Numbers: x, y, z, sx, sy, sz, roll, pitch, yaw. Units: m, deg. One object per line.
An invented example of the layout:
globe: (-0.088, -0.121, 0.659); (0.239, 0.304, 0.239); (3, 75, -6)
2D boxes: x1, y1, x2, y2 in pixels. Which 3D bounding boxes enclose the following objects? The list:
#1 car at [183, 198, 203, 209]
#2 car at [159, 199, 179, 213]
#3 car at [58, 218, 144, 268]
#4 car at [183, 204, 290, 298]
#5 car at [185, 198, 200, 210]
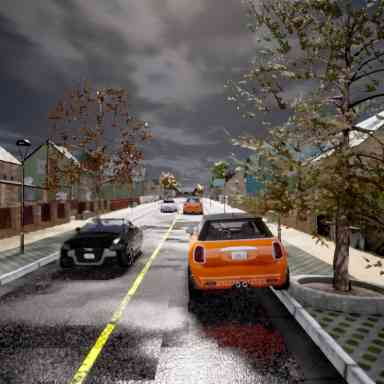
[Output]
car: (0.131, 1.415, 36.159); (2.097, 1.767, 4.553); (0, 0, 0)
car: (-2.688, 1.595, 38.888); (1.812, 1.442, 4.674); (0, 0, 0)
car: (-2.833, 1.578, 11.156); (1.994, 1.385, 4.181); (0, 0, 0)
car: (0.935, 1.312, 8.727); (2.097, 1.767, 4.553); (-3, -1, 0)
car: (0.095, 1.637, 45.940); (2.033, 1.411, 5.357); (0, 0, 1)
